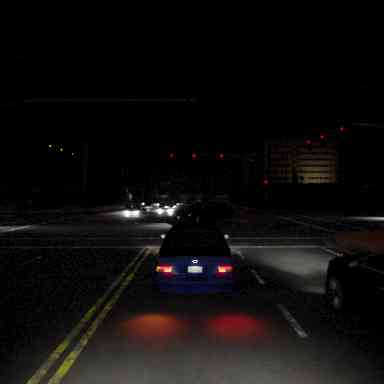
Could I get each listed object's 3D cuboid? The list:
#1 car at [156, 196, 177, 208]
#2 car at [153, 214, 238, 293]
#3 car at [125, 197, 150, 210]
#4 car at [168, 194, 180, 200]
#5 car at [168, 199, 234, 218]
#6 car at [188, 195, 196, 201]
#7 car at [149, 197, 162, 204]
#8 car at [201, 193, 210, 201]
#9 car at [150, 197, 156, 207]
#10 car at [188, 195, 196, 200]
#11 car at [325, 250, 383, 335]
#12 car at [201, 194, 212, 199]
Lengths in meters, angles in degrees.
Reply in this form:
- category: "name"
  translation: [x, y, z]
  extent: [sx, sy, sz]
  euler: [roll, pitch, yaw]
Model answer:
- category: "car"
  translation: [-3.649, 1.601, 47.643]
  extent: [1.895, 1.301, 4.718]
  euler: [0, 0, 0]
- category: "car"
  translation: [0.072, 1.547, 8.962]
  extent: [2.033, 1.411, 5.357]
  euler: [0, 0, 0]
- category: "car"
  translation: [-7.194, 1.491, 42.628]
  extent: [2.128, 1.511, 4.902]
  euler: [0, 0, 2]
- category: "car"
  translation: [-3.653, 1.491, 56.968]
  extent: [2.128, 1.511, 4.902]
  euler: [0, 0, 0]
- category: "car"
  translation: [0.927, 1.505, 24.063]
  extent: [4.892, 1.490, 1.837]
  euler: [0, -1, -40]
- category: "car"
  translation: [-0.105, 1.425, 84.736]
  extent: [1.994, 1.385, 4.181]
  euler: [0, 0, 0]
- category: "car"
  translation: [-7.115, 1.601, 65.287]
  extent: [1.895, 1.301, 4.718]
  euler: [0, 0, 0]
- category: "car"
  translation: [3.395, 1.228, 84.712]
  extent: [2.097, 1.767, 4.553]
  euler: [0, 0, 0]
- category: "car"
  translation: [-7.157, 1.547, 52.377]
  extent: [2.033, 1.411, 5.357]
  euler: [0, 0, 0]
- category: "car"
  translation: [-0.092, 1.531, 74.462]
  extent: [2.033, 1.411, 5.357]
  euler: [0, 0, 0]
- category: "car"
  translation: [3.557, 1.491, 4.721]
  extent: [2.128, 1.511, 4.902]
  euler: [0, 0, 0]
- category: "car"
  translation: [3.407, 1.344, 74.756]
  extent: [2.097, 1.767, 4.553]
  euler: [0, 0, 0]
